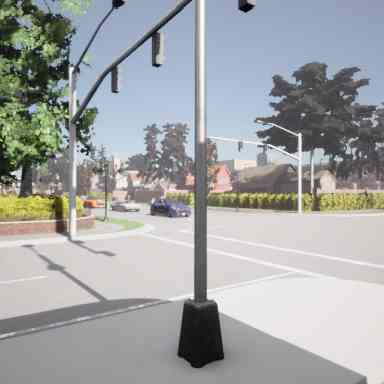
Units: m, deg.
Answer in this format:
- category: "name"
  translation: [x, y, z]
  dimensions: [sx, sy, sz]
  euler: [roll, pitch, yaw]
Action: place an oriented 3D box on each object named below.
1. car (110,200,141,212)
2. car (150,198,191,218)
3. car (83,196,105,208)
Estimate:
- category: "car"
  translation: [-7.785, 1.601, 38.743]
  dimensions: [1.895, 1.301, 4.718]
  euler: [0, 0, -36]
- category: "car"
  translation: [-2.045, 1.352, 30.804]
  dimensions: [2.097, 1.767, 4.553]
  euler: [0, 0, -36]
- category: "car"
  translation: [-13.672, 1.352, 46.885]
  dimensions: [2.097, 1.767, 4.553]
  euler: [0, 0, -36]
